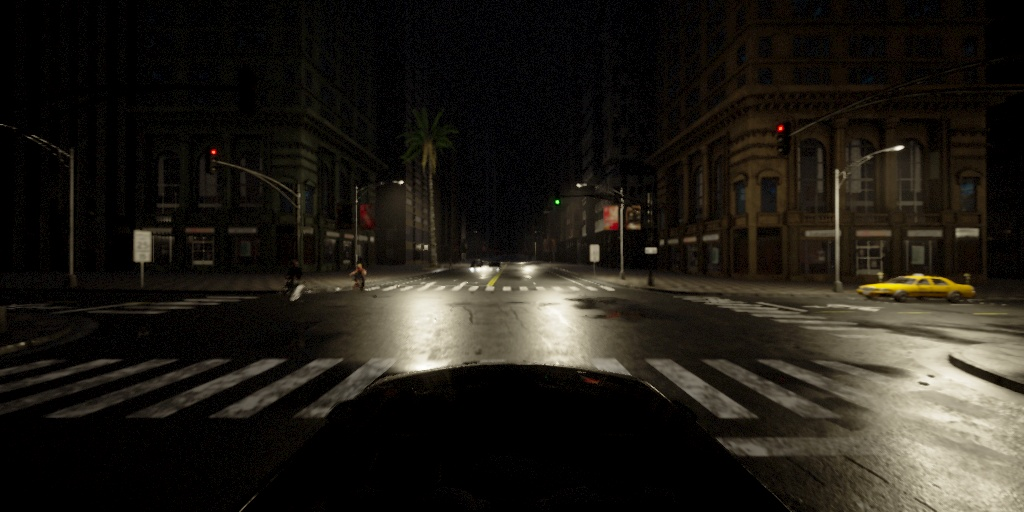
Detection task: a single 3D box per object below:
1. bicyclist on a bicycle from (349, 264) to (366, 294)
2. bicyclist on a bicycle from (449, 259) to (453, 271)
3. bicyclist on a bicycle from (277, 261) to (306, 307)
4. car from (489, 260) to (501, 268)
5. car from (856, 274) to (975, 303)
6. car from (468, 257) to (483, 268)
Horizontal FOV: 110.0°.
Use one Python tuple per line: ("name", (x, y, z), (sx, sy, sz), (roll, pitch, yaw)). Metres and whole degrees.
("bicyclist on a bicycle", (-8.198, 1.209, 19.225), (0.866, 1.612, 1.509), (0, -1, 1))
("bicyclist on a bicycle", (-8.653, 1.232, 50.445), (0.659, 1.776, 1.843), (0, 0, 0))
("bicyclist on a bicycle", (-8.694, 1.067, 14.173), (0.659, 1.776, 1.843), (1, 0, 0))
("car", (-3.097, 1.457, 64.949), (1.994, 1.385, 4.181), (0, 0, 0))
("car", (20.627, 1.614, 18.433), (4.829, 1.417, 1.751), (0, 0, 0))
("car", (-6.347, 1.390, 64.957), (2.128, 1.511, 4.902), (0, 0, 0))
